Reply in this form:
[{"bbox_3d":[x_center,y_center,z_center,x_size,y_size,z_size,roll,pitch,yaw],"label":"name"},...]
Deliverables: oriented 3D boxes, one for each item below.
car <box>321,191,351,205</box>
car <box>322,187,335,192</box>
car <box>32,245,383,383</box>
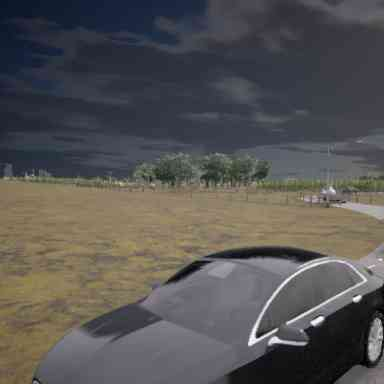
[{"bbox_3d":[19.948,0.995,46.412,1.994,1.385,4.181,1,2,3],"label":"car"},{"bbox_3d":[31.644,-0.166,77.091,2.150,2.045,5.566,0,1,34],"label":"car"},{"bbox_3d":[0.723,1.504,4.019,4.892,1.490,1.837,0,0,-42],"label":"car"}]
